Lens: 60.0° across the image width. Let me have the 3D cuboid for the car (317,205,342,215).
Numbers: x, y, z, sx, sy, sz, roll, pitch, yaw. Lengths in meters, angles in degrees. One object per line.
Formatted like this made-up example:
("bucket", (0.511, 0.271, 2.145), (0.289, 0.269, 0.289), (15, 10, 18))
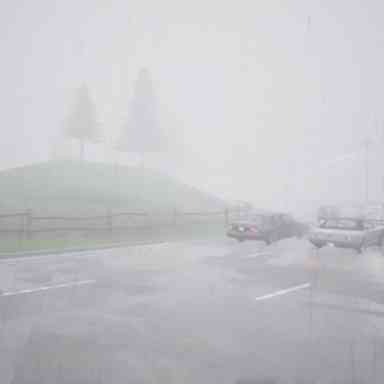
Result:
("car", (11.681, 1.847, 28.313), (2.033, 1.411, 5.357), (0, 0, 23))

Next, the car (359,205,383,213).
("car", (15.344, 1.855, 28.168), (1.812, 1.442, 4.674), (0, 0, 21))

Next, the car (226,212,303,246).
("car", (3.880, 1.695, 16.342), (2.033, 1.411, 5.357), (0, -1, 44))

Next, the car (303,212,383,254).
("car", (6.847, 1.761, 14.420), (1.895, 1.301, 4.718), (0, -1, 43))
